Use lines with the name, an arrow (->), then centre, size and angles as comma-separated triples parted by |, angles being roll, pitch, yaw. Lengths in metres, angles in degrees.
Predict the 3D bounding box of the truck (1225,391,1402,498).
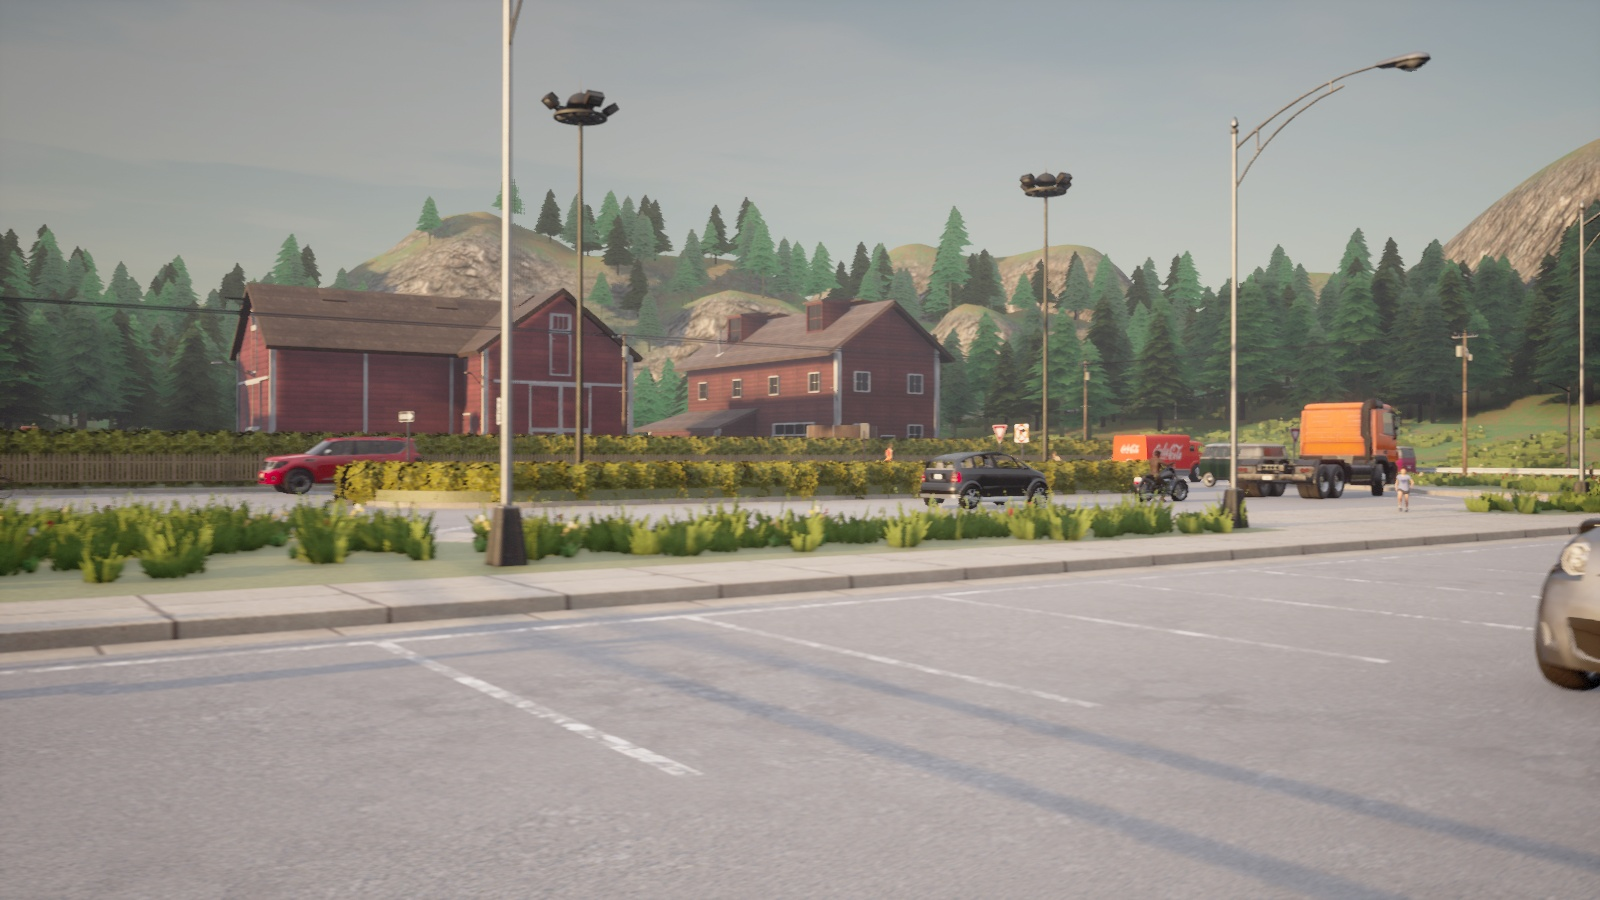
truck -> 18.230, -0.167, 44.305 | 7.936, 3.462, 2.891 | 0, 0, -45

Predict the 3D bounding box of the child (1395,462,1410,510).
child -> 13.918, 0.827, 29.005 | 0.255, 1.110, 0.394 | 0, 0, 31

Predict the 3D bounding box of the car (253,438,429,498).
car -> -16.430, 0.609, 45.101 | 5.566, 2.045, 2.150 | 0, 0, -34

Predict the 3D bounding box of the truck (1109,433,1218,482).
truck -> 18.749, 0.376, 64.715 | 5.204, 2.467, 2.627 | 0, 0, -34

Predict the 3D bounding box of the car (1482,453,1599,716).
car -> 6.199, 0.765, 7.973 | 3.633, 1.501, 1.845 | 0, 0, -35

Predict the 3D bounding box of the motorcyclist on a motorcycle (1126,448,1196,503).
motorcyclist on a motorcycle -> 11.125, 0.766, 38.676 | 2.350, 1.649, 0.766 | 0, 0, -34

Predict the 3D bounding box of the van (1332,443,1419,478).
van -> 34.180, 0.608, 74.649 | 1.775, 1.987, 4.442 | 0, 0, -34

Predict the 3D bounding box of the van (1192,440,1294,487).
van -> 19.497, 0.592, 55.481 | 1.775, 1.987, 4.442 | 0, 0, -21

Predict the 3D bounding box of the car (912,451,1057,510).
car -> 5.104, 0.797, 34.552 | 3.705, 1.549, 1.789 | 0, 0, -34

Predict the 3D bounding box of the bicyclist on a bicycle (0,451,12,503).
bicyclist on a bicycle -> -25.453, 0.847, 38.984 | 1.656, 1.620, 0.582 | 0, 0, -34
